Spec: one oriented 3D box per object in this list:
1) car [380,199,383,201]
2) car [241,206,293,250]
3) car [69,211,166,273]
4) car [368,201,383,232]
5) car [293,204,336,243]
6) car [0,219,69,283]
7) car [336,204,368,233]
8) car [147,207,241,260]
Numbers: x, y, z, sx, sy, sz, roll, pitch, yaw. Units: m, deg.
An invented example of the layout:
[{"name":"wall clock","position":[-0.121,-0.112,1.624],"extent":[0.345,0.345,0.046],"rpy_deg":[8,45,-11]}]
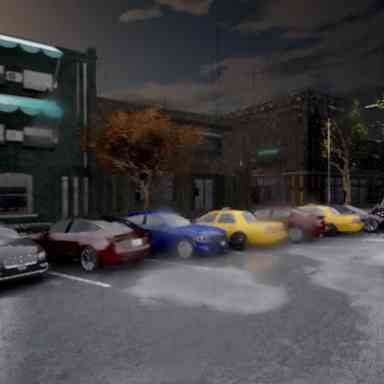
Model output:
[{"name":"car","position":[15.827,1.215,24.398],"extent":[4.553,1.767,2.185],"rpy_deg":[-1,-1,35]},{"name":"car","position":[1.233,1.437,14.182],"extent":[5.366,1.575,1.946],"rpy_deg":[-1,0,35]},{"name":"car","position":[-3.458,1.499,10.663],"extent":[4.792,1.488,2.163],"rpy_deg":[-1,0,35]},{"name":"car","position":[8.648,1.418,19.221],"extent":[4.792,1.488,2.163],"rpy_deg":[-1,-1,35]},{"name":"car","position":[3.803,1.421,15.802],"extent":[5.008,1.535,2.097],"rpy_deg":[-1,0,34]},{"name":"car","position":[-5.849,1.486,8.935],"extent":[4.892,1.521,2.231],"rpy_deg":[-1,-1,35]},{"name":"car","position":[6.054,1.405,17.612],"extent":[5.366,1.575,1.946],"rpy_deg":[-1,0,35]},{"name":"car","position":[-1.026,1.453,12.361],"extent":[5.008,1.535,2.097],"rpy_deg":[-1,-1,35]}]
